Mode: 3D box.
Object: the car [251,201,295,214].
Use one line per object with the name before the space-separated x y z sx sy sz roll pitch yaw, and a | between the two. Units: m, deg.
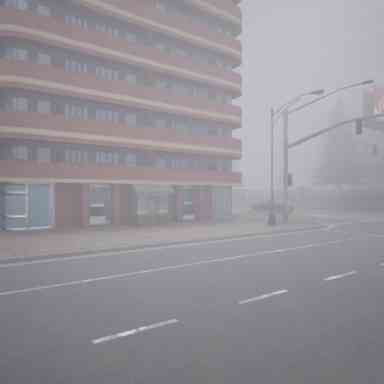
car | 8.782 1.601 36.221 1.895 1.301 4.718 0 0 -36
